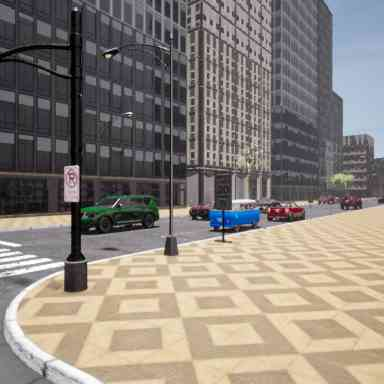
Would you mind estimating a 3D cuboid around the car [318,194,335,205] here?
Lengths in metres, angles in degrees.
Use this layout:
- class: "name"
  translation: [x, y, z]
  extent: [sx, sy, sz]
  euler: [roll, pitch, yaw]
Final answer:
- class: "car"
  translation: [25.291, 1.381, 62.463]
  extent: [2.192, 1.841, 5.009]
  euler: [0, 0, 38]

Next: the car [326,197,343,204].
- class: "car"
  translation: [28.696, 1.625, 66.862]
  extent: [2.008, 1.369, 4.403]
  euler: [0, 0, 38]

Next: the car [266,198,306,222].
- class: "car"
  translation: [7.684, 1.472, 26.839]
  extent: [1.967, 1.590, 4.097]
  euler: [0, 0, 38]

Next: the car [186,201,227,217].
- class: "car"
  translation: [1.452, 1.604, 31.663]
  extent: [1.802, 1.307, 4.206]
  euler: [0, 0, 38]

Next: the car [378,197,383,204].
- class: "car"
  translation: [38.332, 1.659, 66.437]
  extent: [1.947, 1.339, 4.313]
  euler: [0, 0, 38]

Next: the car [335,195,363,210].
- class: "car"
  translation: [21.305, 1.369, 44.439]
  extent: [2.192, 1.841, 5.009]
  euler: [0, 0, 38]

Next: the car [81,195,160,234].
- class: "car"
  translation: [-4.399, 1.238, 20.035]
  extent: [2.150, 2.045, 5.566]
  euler: [0, 0, 39]

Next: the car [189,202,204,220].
- class: "car"
  translation: [1.819, 1.624, 28.102]
  extent: [1.895, 1.301, 4.718]
  euler: [0, 0, 38]

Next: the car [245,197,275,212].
- class: "car"
  translation: [8.263, 1.471, 40.463]
  extent: [1.967, 1.590, 4.097]
  euler: [0, 0, 38]

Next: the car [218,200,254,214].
- class: "car"
  translation: [4.858, 1.571, 36.064]
  extent: [1.887, 1.381, 4.507]
  euler: [0, 0, 38]

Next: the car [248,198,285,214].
- class: "car"
  translation: [8.205, 1.522, 36.336]
  extent: [2.128, 1.511, 4.902]
  euler: [0, 0, 38]

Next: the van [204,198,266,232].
- class: "van"
  translation: [2.704, 1.368, 20.224]
  extent: [1.690, 1.788, 3.998]
  euler: [0, 0, 38]
